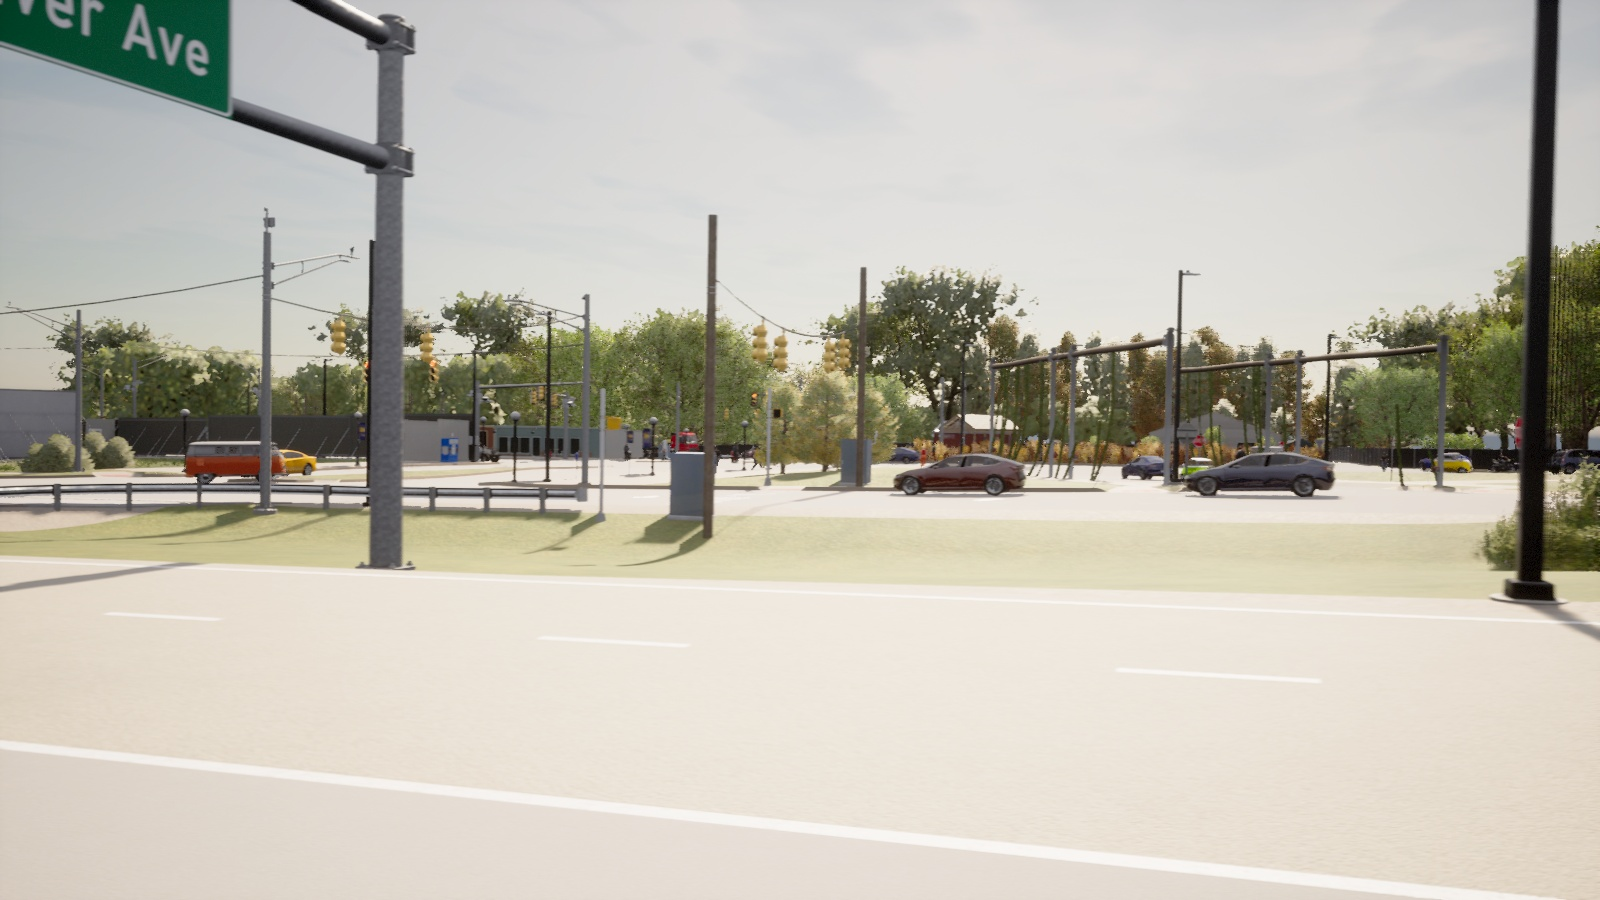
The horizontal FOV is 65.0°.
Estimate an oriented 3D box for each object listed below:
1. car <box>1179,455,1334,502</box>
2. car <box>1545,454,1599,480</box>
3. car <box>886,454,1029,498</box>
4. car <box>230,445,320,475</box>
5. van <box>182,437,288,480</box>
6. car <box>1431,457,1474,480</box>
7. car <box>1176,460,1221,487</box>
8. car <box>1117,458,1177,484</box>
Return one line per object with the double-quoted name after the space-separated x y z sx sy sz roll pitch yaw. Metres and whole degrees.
15.337 0.922 42.231 4.792 1.488 2.163 0 1 22 "car"
50.125 1.076 80.165 3.988 1.617 1.851 0 0 3 "car"
5.717 0.911 45.385 4.792 1.488 2.163 0 1 18 "car"
-28.972 0.521 69.455 1.882 1.535 5.008 1 1 16 "car"
-26.645 0.376 59.268 4.442 1.987 1.775 0 1 -29 "van"
40.961 1.162 78.811 2.207 1.376 1.481 0 1 35 "car"
21.924 1.276 69.103 1.481 1.376 2.207 1 0 -9 "car"
20.943 1.241 75.950 1.812 1.442 4.674 1 0 -7 "car"
